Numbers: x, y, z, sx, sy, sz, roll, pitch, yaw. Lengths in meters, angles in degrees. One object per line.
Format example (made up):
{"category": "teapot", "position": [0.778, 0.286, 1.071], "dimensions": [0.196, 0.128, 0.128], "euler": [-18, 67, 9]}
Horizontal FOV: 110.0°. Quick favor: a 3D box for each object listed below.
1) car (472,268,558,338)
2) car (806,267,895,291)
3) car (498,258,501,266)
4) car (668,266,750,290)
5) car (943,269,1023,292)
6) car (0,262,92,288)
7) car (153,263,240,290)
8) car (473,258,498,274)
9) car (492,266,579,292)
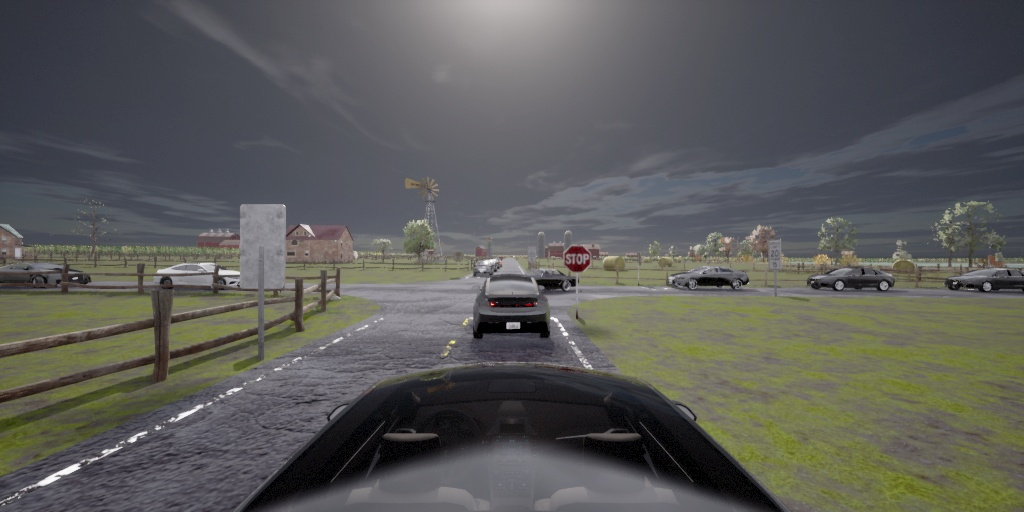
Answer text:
{"category": "car", "position": [-0.078, 1.256, 10.154], "dimensions": [1.837, 1.490, 4.892], "euler": [0, 0, -3]}
{"category": "car", "position": [22.190, 1.499, 23.609], "dimensions": [4.892, 1.490, 1.837], "euler": [1, -1, -1]}
{"category": "car", "position": [-2.872, 1.241, 46.285], "dimensions": [2.128, 1.511, 4.902], "euler": [0, 0, 0]}
{"category": "car", "position": [12.788, 1.397, 23.434], "dimensions": [4.902, 1.511, 2.128], "euler": [1, -1, -2]}
{"category": "car", "position": [31.692, 1.587, 23.734], "dimensions": [4.892, 1.490, 1.837], "euler": [1, -1, -1]}
{"category": "car", "position": [-26.372, 1.048, 19.977], "dimensions": [4.181, 1.385, 1.994], "euler": [1, -1, -1]}
{"category": "car", "position": [-17.252, 1.104, 20.103], "dimensions": [4.674, 1.442, 1.812], "euler": [1, -1, -1]}
{"category": "car", "position": [-2.875, 1.243, 36.839], "dimensions": [2.128, 1.511, 4.902], "euler": [0, 0, 0]}
{"category": "car", "position": [1.491, 1.369, 20.201], "dimensions": [4.718, 1.301, 1.895], "euler": [1, 0, -35]}
